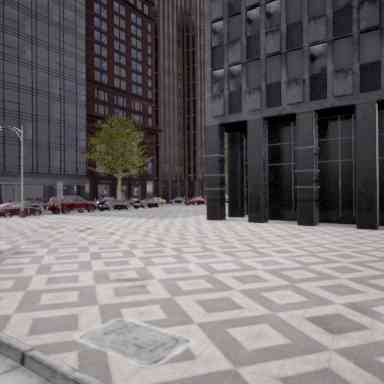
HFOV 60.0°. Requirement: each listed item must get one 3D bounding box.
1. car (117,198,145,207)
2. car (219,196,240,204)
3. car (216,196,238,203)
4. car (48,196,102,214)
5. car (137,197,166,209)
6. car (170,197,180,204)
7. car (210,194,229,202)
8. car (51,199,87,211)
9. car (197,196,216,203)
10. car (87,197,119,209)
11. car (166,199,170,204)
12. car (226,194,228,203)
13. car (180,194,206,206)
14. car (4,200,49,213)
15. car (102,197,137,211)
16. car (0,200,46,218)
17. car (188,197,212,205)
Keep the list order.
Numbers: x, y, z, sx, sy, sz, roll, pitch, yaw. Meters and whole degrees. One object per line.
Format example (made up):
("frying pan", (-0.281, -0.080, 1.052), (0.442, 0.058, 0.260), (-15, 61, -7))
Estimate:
("car", (-9.597, 1.615, 52.717), (1.802, 1.307, 4.206), (-1, 0, 35))
("car", (7.012, 1.466, 61.813), (1.947, 1.339, 4.313), (-1, 0, 35))
("car", (7.130, 1.472, 66.519), (2.033, 1.411, 5.357), (-1, 0, 35))
("car", (-12.171, 1.292, 33.946), (2.192, 1.841, 5.009), (-1, 0, 35))
("car", (-5.776, 1.510, 43.234), (1.947, 1.339, 4.313), (-1, 0, 35))
("car", (-3.202, 1.576, 62.008), (1.947, 1.339, 4.313), (-1, 0, 35))
("car", (6.388, 1.299, 75.945), (2.192, 1.841, 5.009), (-1, 0, 35))
("car", (-15.992, 1.644, 43.426), (1.802, 1.307, 4.206), (-1, 0, 35))
("car", (3.193, 1.537, 71.299), (1.887, 1.381, 4.507), (-1, 0, 35))
("car", (-12.796, 1.486, 48.071), (1.967, 1.590, 4.097), (-1, 0, 35))
("car", (-6.497, 1.547, 57.222), (1.752, 1.417, 4.829), (-1, 0, 35))
("car", (3.813, 1.224, 57.170), (2.192, 1.841, 5.009), (-1, 0, 35))
("car", (0.618, 1.464, 52.524), (1.887, 1.381, 4.507), (-1, 0, 35))
("car", (-19.189, 1.644, 38.781), (1.947, 1.339, 4.313), (-1, 0, 35))
("car", (-8.972, 1.526, 38.590), (1.947, 1.339, 4.313), (-1, 0, 35))
("car", (-15.366, 1.578, 29.300), (1.802, 1.307, 4.206), (-1, 0, 35))
("car", (1.465, 1.541, 58.291), (1.895, 1.301, 4.718), (-1, 0, 34))
